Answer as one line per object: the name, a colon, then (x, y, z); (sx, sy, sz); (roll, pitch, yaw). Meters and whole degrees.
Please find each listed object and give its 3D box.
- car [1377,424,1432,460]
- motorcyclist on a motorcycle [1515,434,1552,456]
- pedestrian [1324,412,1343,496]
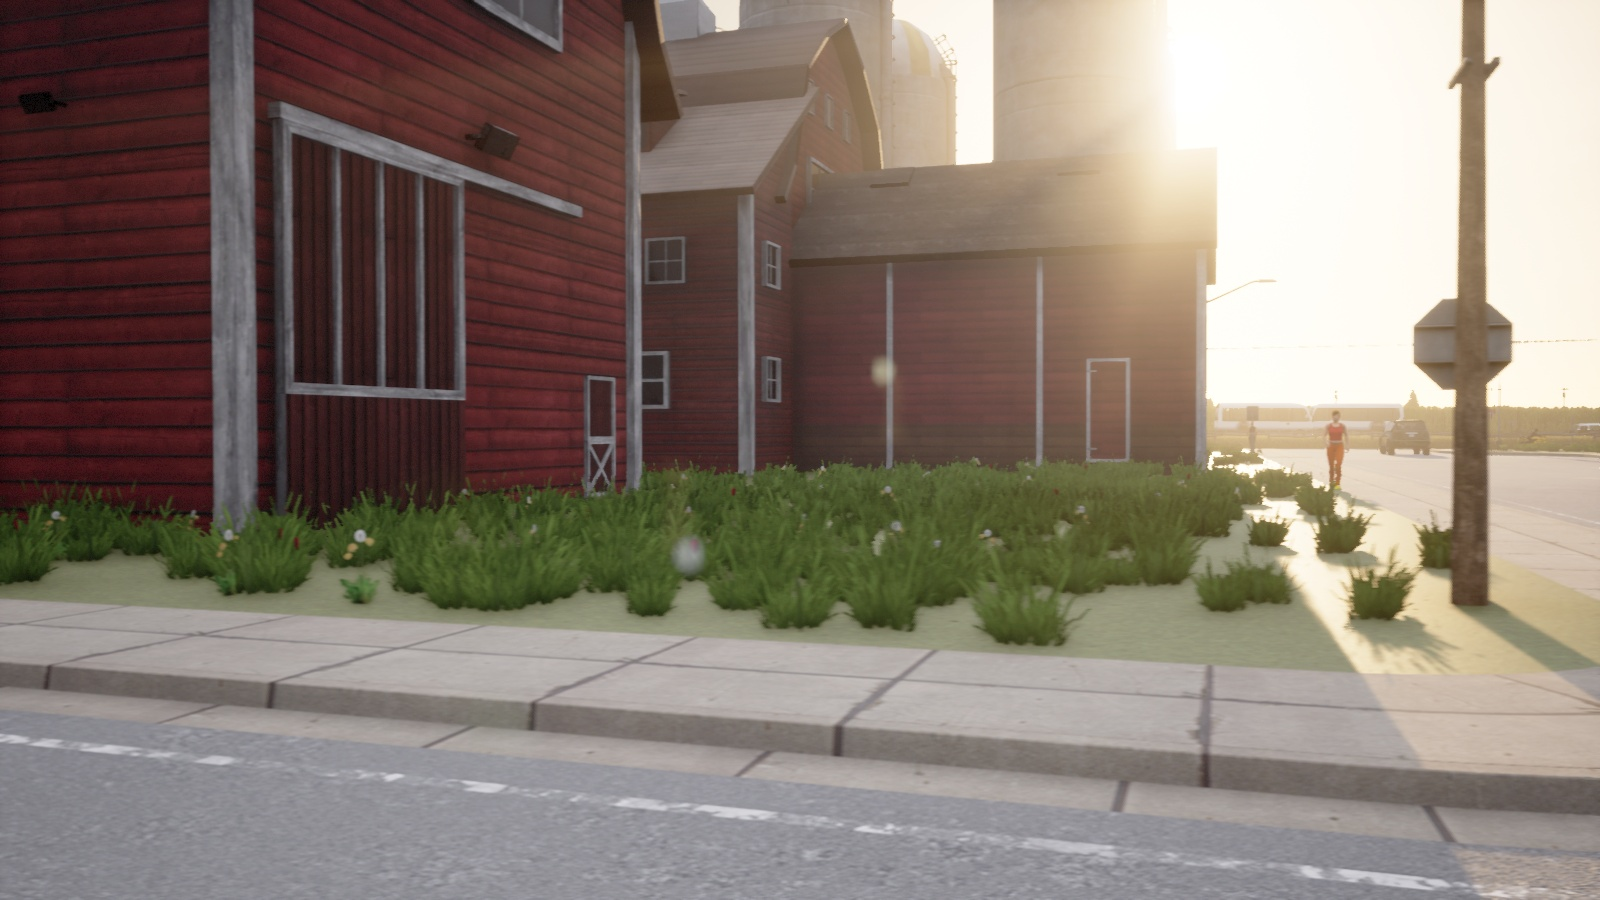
car: (35.380, -0.486, 73.640); (2.150, 2.045, 5.566); (1, 1, 18)
motorcyclist on a motorcycle: (49.988, -0.343, 85.559); (2.044, 1.523, 0.797); (1, 1, 18)
pedestrian: (11.886, 0.080, 27.984); (0.345, 1.836, 0.594); (1, 1, 22)
